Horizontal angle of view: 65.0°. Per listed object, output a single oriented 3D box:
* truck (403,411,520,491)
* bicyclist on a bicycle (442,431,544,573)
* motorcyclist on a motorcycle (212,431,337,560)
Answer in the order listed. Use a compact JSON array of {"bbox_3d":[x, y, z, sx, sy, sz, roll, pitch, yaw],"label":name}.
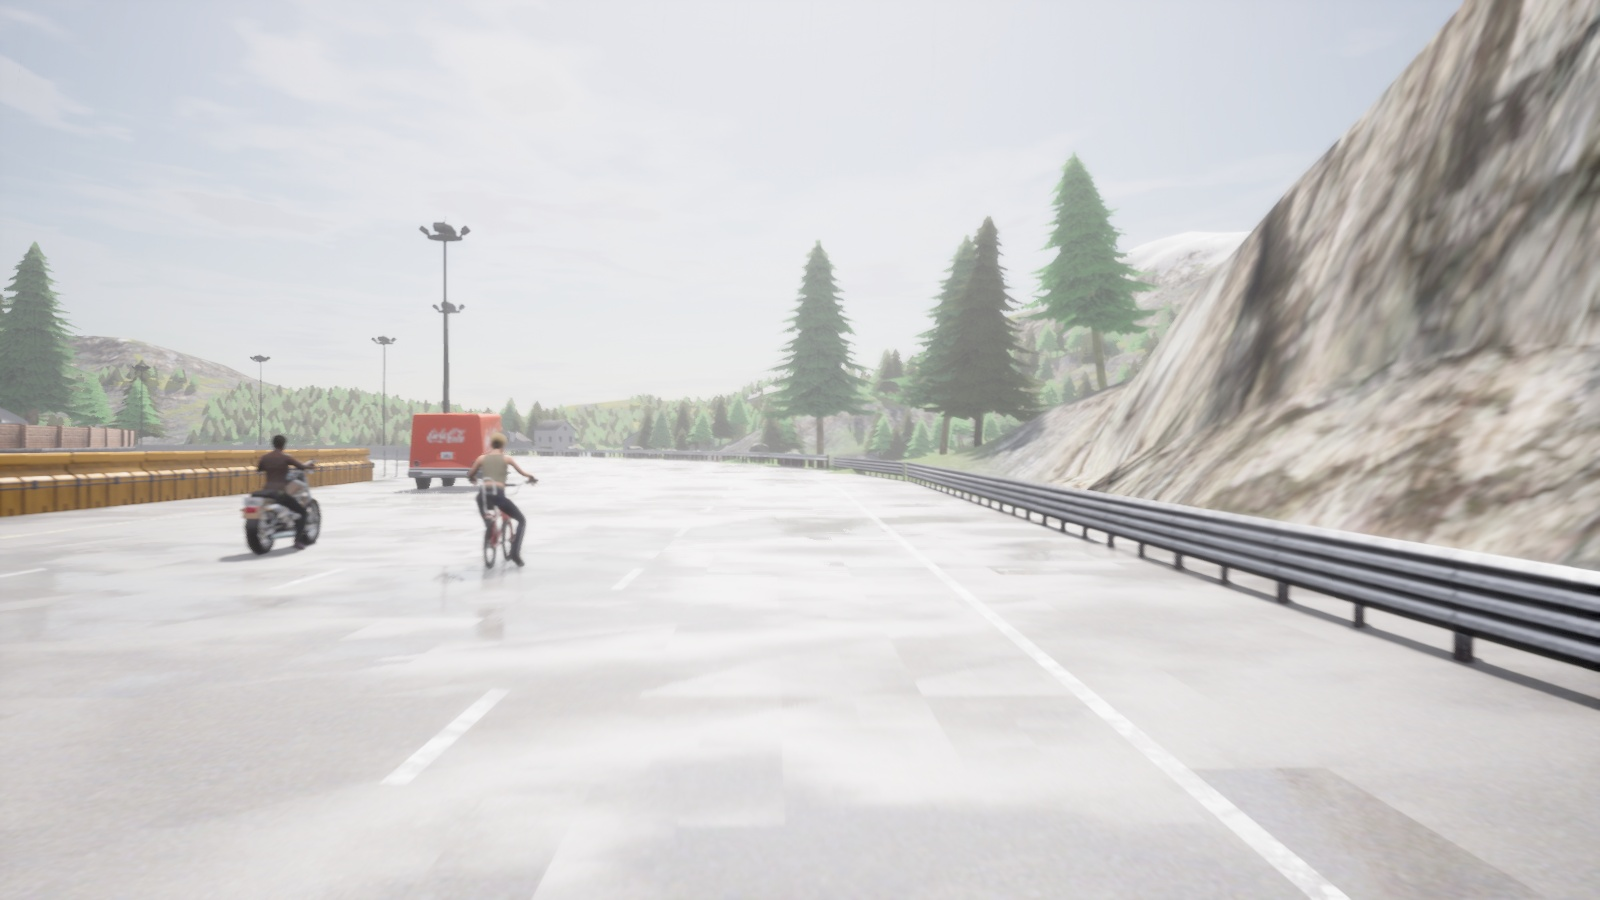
[{"bbox_3d":[-11.037,0.006,41.382,2.627,2.467,5.204,0,1,-2],"label":"truck"},{"bbox_3d":[-3.646,0.589,15.031,0.866,1.612,1.509,0,0,-1],"label":"bicyclist on a bicycle"},{"bbox_3d":[-7.174,0.582,17.290,0.766,1.649,2.350,0,0,-1],"label":"motorcyclist on a motorcycle"}]
